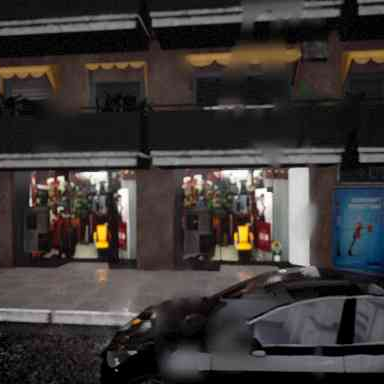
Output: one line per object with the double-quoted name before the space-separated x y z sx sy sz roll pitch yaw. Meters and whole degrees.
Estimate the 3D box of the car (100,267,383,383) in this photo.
"car" 1.213 1.569 3.633 4.313 1.339 1.947 0 0 6
